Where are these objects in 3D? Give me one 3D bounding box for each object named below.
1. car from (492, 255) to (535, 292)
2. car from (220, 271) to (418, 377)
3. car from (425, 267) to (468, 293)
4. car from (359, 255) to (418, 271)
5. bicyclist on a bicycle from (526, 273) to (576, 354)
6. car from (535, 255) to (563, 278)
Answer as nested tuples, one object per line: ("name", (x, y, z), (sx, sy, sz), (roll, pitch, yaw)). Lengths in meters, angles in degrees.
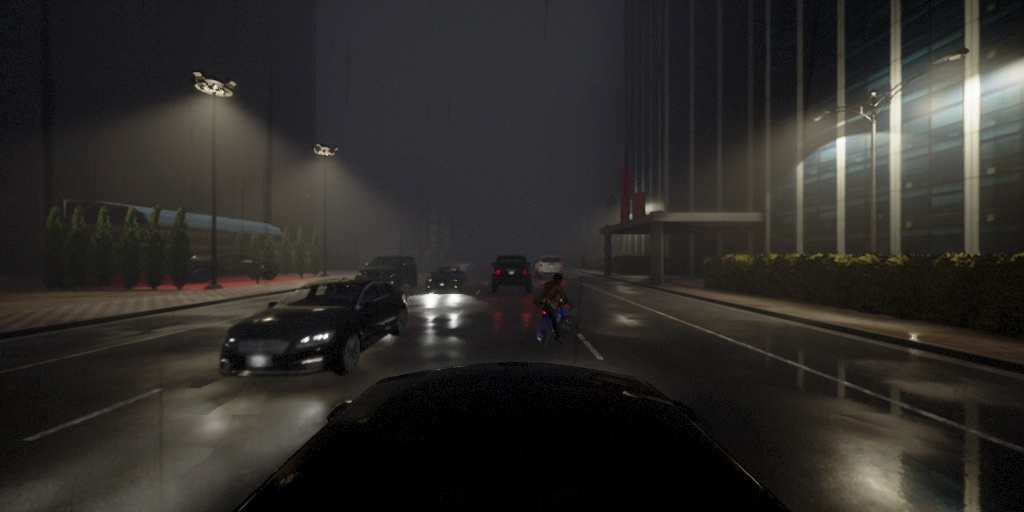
("car", (-0.044, 0.973, 21.405), (2.150, 2.045, 5.566), (0, 0, 0))
("car", (-3.632, 1.242, 7.575), (2.128, 1.511, 4.902), (0, 0, 0))
("car", (-3.720, 1.315, 20.908), (1.994, 1.385, 4.181), (0, 0, -1))
("car", (-7.160, 0.977, 21.213), (2.150, 2.045, 5.566), (0, 0, 0))
("bicyclist on a bicycle", (0.879, 1.203, 7.685), (1.656, 1.620, 0.582), (0, 0, -44))
("car", (3.370, 0.972, 33.473), (2.150, 2.045, 5.566), (0, 0, 0))
